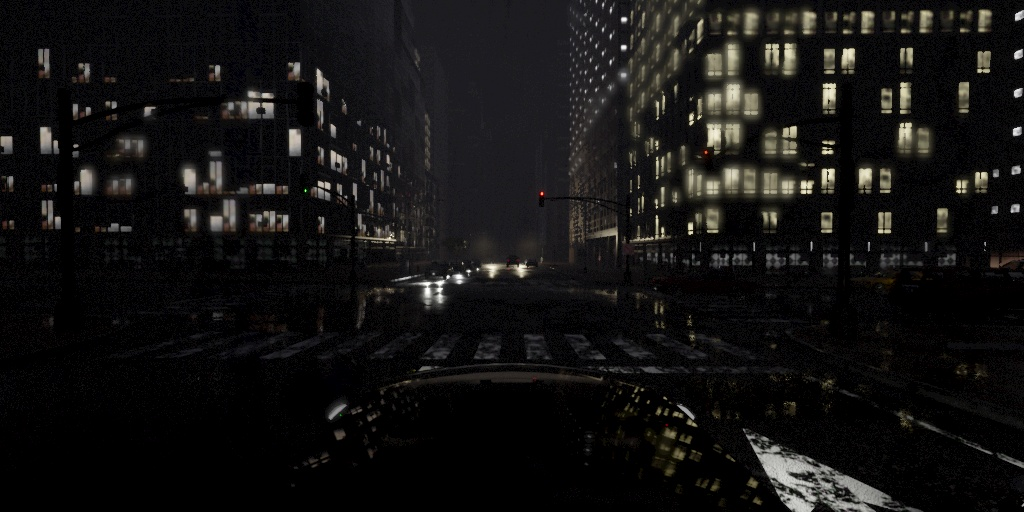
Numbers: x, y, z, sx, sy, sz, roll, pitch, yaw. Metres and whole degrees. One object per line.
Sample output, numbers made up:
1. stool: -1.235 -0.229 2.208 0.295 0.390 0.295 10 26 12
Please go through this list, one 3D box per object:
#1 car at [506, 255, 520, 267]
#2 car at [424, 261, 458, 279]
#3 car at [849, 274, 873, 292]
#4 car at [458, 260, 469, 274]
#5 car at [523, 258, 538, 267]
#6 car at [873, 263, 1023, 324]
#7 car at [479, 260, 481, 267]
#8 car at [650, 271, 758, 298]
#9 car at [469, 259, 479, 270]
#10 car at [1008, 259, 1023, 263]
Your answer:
1. car: 0.165 0.925 62.860 2.150 2.045 5.566 0 0 0
2. car: -6.522 1.225 32.333 2.128 1.511 4.902 0 0 0
3. car: 21.852 1.409 20.689 4.829 1.417 1.751 0 0 1
4. car: -6.496 1.327 41.615 1.895 1.301 4.718 0 0 0
5. car: 3.514 1.195 63.185 2.128 1.511 4.902 0 0 0
6. car: 16.219 1.281 12.419 5.009 1.841 2.192 0 0 1
7. car: -6.398 1.182 61.726 1.882 1.535 5.008 0 0 1
8. car: 9.799 1.413 18.674 4.718 1.301 1.895 1 1 7
9. car: -6.461 1.264 51.385 2.033 1.411 5.357 0 0 0
10. car: 26.507 1.188 17.988 5.566 2.045 2.150 1 1 1
